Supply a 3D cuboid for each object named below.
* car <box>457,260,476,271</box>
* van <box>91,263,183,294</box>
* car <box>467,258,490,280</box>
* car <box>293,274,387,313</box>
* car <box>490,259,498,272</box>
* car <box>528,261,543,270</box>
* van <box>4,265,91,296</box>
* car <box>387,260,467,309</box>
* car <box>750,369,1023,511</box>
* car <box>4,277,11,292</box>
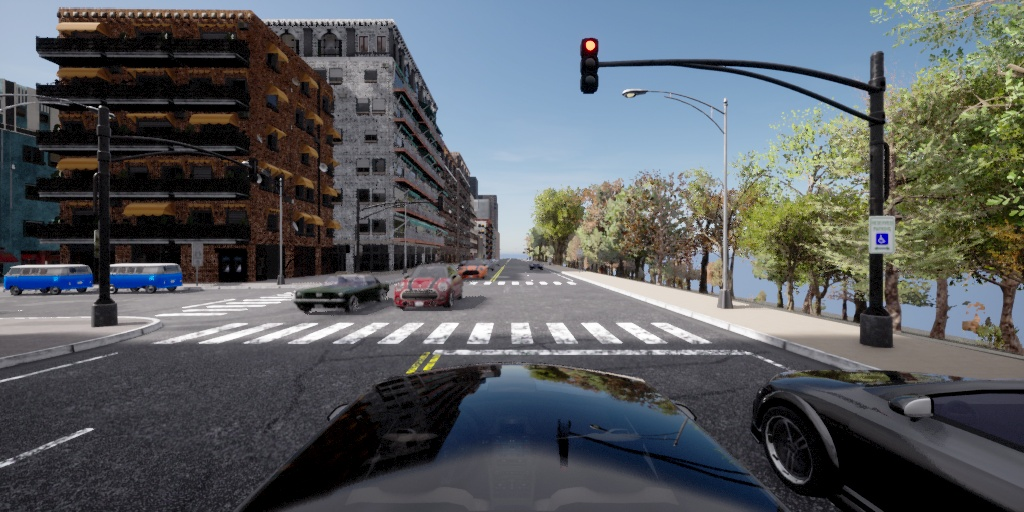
[{"bbox_3d":[-6.550,1.309,51.890,2.033,1.411,5.357,0,0,0],"label":"car"},{"bbox_3d":[-22.701,1.351,22.024,3.998,1.789,1.690,0,0,-1],"label":"van"},{"bbox_3d":[-3.323,1.104,31.505,2.097,1.767,4.553,0,0,0],"label":"car"},{"bbox_3d":[-6.604,1.420,14.471,1.895,1.301,4.718,0,0,0],"label":"car"},{"bbox_3d":[-3.306,1.250,46.942,2.128,1.511,4.902,0,0,0],"label":"car"},{"bbox_3d":[3.398,1.363,52.145,1.895,1.301,4.718,0,0,0],"label":"car"},{"bbox_3d":[-28.302,1.425,21.953,3.998,1.789,1.690,0,0,-1],"label":"van"},{"bbox_3d":[-3.349,1.144,15.162,2.097,1.767,4.553,0,0,0],"label":"car"},{"bbox_3d":[3.348,1.314,1.834,1.994,1.385,4.181,0,0,0],"label":"car"},{"bbox_3d":[-22.622,1.624,13.677,4.207,1.307,1.802,0,0,-1],"label":"car"}]
